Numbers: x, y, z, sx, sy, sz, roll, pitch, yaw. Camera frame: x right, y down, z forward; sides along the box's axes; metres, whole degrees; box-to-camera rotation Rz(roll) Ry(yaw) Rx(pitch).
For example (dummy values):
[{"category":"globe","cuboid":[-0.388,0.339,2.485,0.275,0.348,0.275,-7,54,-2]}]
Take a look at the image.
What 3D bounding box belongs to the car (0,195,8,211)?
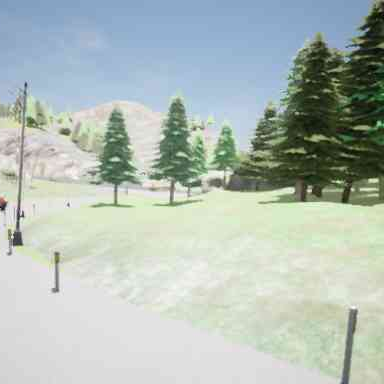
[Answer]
[{"category":"car","cuboid":[-22.142,1.083,36.373,2.150,2.045,5.566,4,0,-9]}]
